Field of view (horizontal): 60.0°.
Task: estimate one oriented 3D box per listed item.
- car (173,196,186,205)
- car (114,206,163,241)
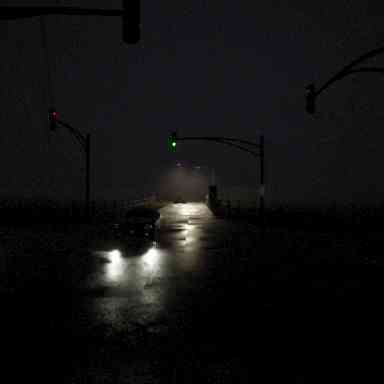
[{"bbox_3d":[-2.141,1.521,59.062,1.812,1.442,4.674,0,0,1],"label":"car"},{"bbox_3d":[-2.596,1.465,16.968,1.882,1.535,5.008,1,0,0],"label":"car"}]
